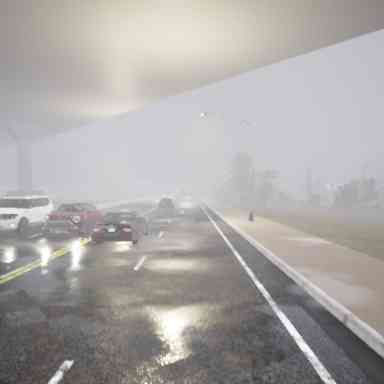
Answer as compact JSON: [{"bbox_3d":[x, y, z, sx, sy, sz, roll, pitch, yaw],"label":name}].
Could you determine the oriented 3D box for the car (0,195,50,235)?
[{"bbox_3d":[-9.862,1.235,19.130,2.150,2.045,5.566,0,0,0],"label":"car"}]

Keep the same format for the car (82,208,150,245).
[{"bbox_3d":[-3.173,1.551,15.594,2.033,1.411,5.357,0,0,0],"label":"car"}]

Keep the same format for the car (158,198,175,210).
[{"bbox_3d":[-3.251,1.483,43.240,1.882,1.535,5.008,0,0,0],"label":"car"}]

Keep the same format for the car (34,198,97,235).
[{"bbox_3d":[-6.611,1.360,18.683,2.097,1.767,4.553,0,0,0],"label":"car"}]
